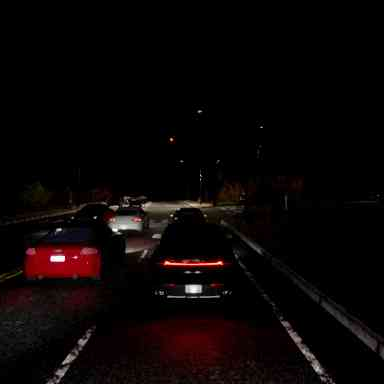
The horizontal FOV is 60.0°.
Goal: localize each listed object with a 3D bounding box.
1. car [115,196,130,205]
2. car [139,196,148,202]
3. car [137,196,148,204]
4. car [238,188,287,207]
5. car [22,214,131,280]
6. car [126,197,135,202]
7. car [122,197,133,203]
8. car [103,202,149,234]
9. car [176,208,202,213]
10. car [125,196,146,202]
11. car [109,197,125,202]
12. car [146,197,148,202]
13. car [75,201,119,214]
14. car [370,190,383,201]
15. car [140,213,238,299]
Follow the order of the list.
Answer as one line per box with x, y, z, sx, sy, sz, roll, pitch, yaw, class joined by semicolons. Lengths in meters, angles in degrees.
-12.928;1.614;61.982;2.128;1.511;4.902;0;0;-5;car
-11.796;1.731;81.193;2.128;1.511;4.902;0;0;-7;car
-10.556;1.684;71.054;2.128;1.511;4.902;0;0;-6;car
8.121;0.620;38.115;5.566;2.045;2.150;-3;0;-4;car
-3.259;1.570;9.978;1.994;1.385;4.181;0;0;-1;car
-15.171;1.806;81.953;1.895;1.301;4.718;0;0;-8;car
-13.901;1.714;71.708;1.994;1.385;4.181;0;0;-7;car
-3.479;1.540;18.722;1.812;1.442;4.674;0;0;-3;car
-0.179;1.561;17.853;2.033;1.411;5.357;0;0;-2;car
-8.811;1.578;52.228;2.128;1.511;4.902;0;0;-5;car
-12.128;1.615;52.893;1.812;1.442;4.674;0;0;-5;car
-9.588;1.684;61.081;1.994;1.385;4.181;0;0;-5;car
-6.566;1.543;22.380;1.812;1.442;4.674;0;0;2;car
23.282;0.235;38.839;4.674;1.442;1.812;-3;0;-3;car
0.013;1.509;8.446;1.837;1.490;4.892;0;0;0;car
